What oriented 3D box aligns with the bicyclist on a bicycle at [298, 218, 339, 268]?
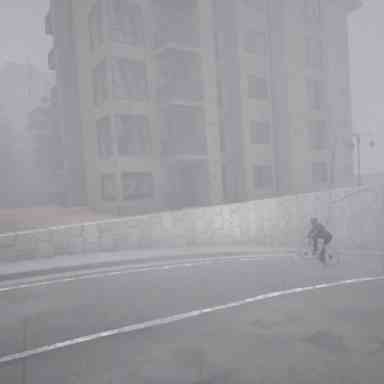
[{"bbox_3d":[4.320,1.719,11.425,0.582,1.620,1.656,5,-5,-32],"label":"bicyclist on a bicycle"}]
